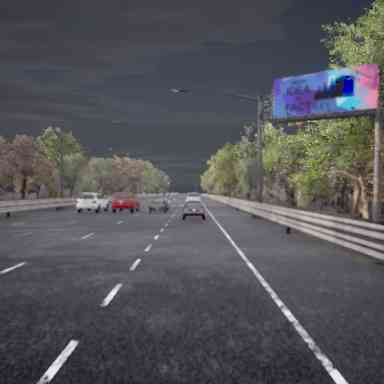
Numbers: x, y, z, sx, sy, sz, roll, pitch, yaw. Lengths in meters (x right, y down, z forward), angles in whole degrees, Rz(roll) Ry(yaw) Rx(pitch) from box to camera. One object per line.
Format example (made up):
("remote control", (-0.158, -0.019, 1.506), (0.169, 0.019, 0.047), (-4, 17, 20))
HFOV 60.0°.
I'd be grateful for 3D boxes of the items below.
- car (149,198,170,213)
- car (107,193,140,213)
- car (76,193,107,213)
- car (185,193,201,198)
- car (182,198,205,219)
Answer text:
("car", (-3.434, 1.400, 35.246), (2.128, 1.511, 4.902), (0, 0, 0))
("car", (-6.935, 1.128, 35.262), (2.150, 2.045, 5.566), (0, 0, 0))
("car", (-10.435, 1.127, 35.269), (2.150, 2.045, 5.566), (0, 0, 0))
("car", (0.179, 1.112, 48.270), (2.150, 2.045, 5.566), (0, 0, 0))
("car", (0.149, 1.473, 28.262), (2.033, 1.411, 5.357), (0, 0, 0))
